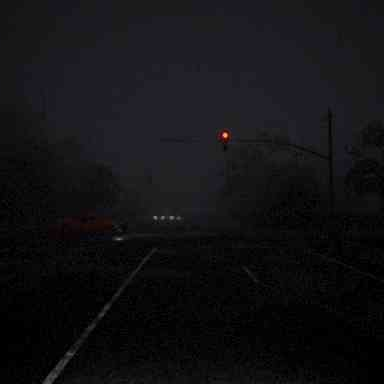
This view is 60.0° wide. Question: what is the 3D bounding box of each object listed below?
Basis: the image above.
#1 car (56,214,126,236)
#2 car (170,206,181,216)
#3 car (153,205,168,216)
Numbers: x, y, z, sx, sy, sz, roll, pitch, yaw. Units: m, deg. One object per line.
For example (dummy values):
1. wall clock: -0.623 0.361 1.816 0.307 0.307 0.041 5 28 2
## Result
1. car: -7.334 2.369 24.334 5.008 1.535 1.882 0 -3 4
2. car: -3.504 4.106 71.855 2.150 2.045 5.566 0 -1 0
3. car: -7.004 4.237 71.900 2.097 1.767 4.553 0 -1 0
